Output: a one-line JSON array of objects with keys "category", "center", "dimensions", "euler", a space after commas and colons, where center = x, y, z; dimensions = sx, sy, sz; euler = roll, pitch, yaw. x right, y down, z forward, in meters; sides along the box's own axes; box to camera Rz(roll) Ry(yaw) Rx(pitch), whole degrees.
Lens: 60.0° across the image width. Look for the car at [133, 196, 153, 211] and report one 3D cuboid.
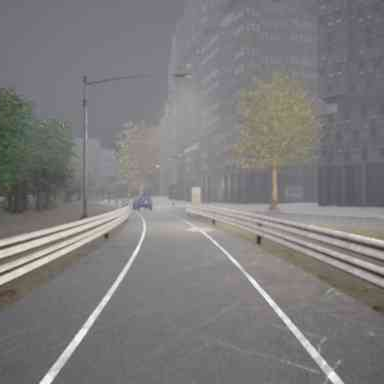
[{"category": "car", "center": [-7.340, 1.677, 49.717], "dimensions": [2.150, 2.045, 5.566], "euler": [0, 0, -19]}]
